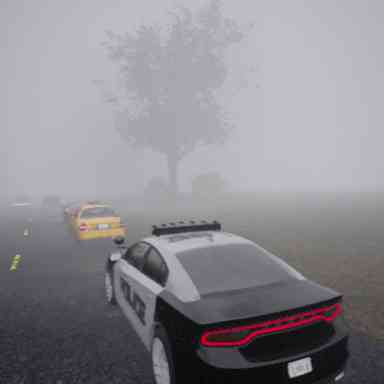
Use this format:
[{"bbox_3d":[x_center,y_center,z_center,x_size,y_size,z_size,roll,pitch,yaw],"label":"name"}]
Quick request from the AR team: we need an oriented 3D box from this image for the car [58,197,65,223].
[{"bbox_3d":[-6.663,1.198,19.727,1.812,1.442,4.674,-2,2,-24],"label":"car"}]

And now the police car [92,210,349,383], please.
[{"bbox_3d":[-0.132,1.285,5.239,1.930,1.638,5.238,-2,2,-24],"label":"police car"}]

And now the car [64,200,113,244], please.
[{"bbox_3d":[-4.276,1.197,14.428,1.801,1.575,5.366,-2,2,-24],"label":"car"}]

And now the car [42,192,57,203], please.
[{"bbox_3d":[-22.163,0.822,51.538,1.994,1.385,4.181,-2,2,-24],"label":"car"}]

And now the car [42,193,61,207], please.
[{"bbox_3d":[-16.790,0.905,39.734,1.882,1.535,5.008,-2,2,-24],"label":"car"}]

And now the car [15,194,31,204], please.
[{"bbox_3d":[-24.957,0.956,49.224,1.994,1.385,4.181,-2,2,-24],"label":"car"}]
